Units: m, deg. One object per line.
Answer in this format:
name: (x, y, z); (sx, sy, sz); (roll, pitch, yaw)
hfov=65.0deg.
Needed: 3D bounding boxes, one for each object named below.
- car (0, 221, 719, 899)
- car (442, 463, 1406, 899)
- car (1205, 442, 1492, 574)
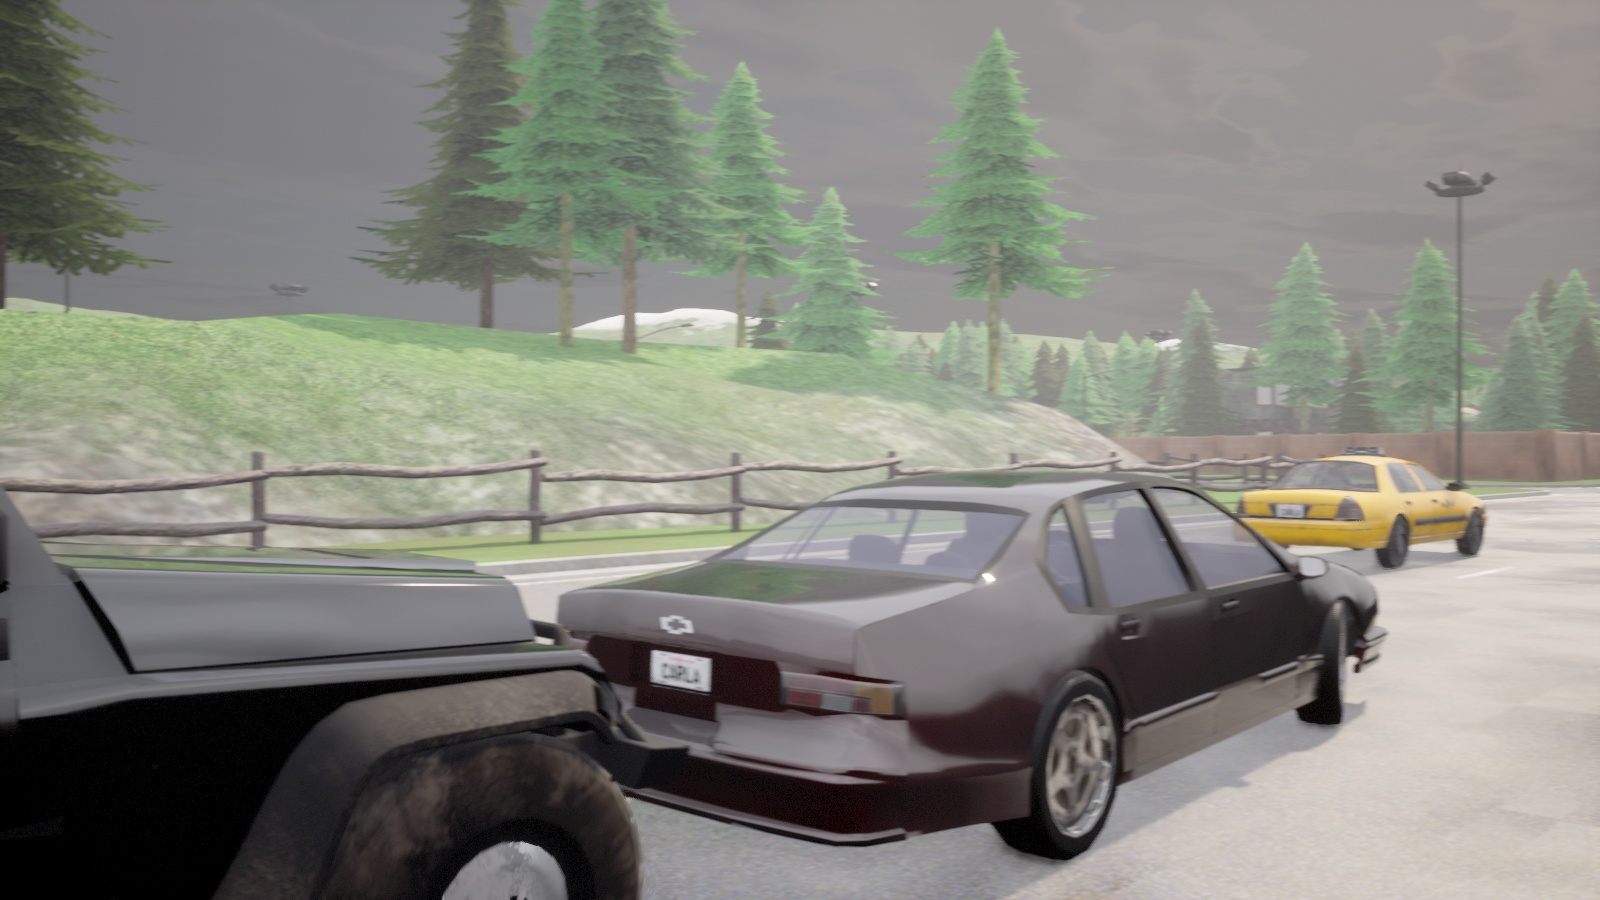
car: (-2.258, 0.548, 2.615); (3.866, 1.878, 1.905); (0, 0, -45)
car: (1.143, 0.799, 6.166); (2.033, 1.411, 5.357); (0, 0, 40)
car: (7.780, 0.696, 17.481); (5.366, 1.575, 1.801); (0, 0, -45)
